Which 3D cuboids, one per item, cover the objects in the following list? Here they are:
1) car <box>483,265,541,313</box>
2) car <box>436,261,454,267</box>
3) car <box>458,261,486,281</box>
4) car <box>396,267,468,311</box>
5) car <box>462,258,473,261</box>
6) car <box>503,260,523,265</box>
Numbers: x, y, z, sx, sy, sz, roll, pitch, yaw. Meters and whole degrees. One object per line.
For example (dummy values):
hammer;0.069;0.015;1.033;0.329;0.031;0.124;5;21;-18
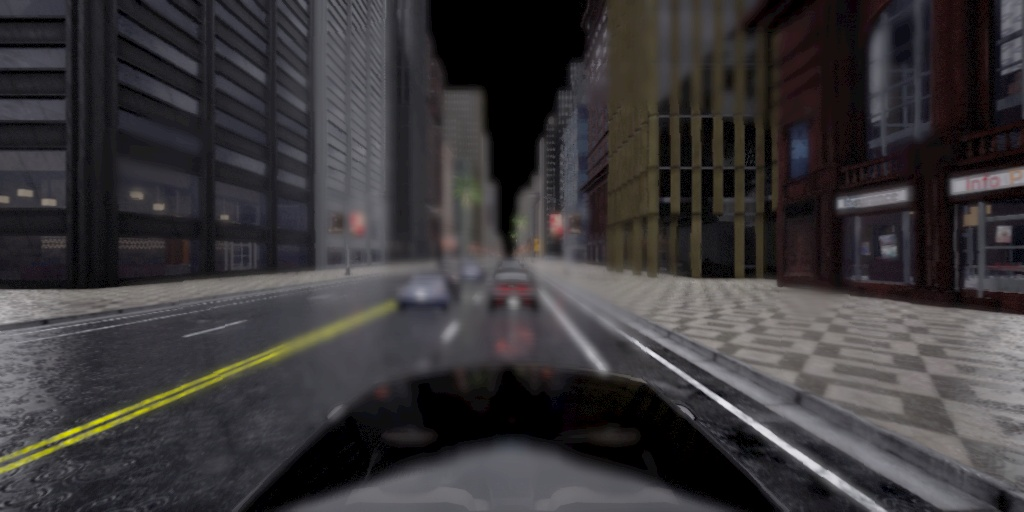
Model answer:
car;0.078;1.267;14.132;1.837;1.490;4.892;0;0;0
car;-9.802;1.362;52.677;1.994;1.385;4.181;0;0;0
car;-3.163;1.340;29.694;1.994;1.385;4.181;0;0;0
car;-3.171;1.326;14.536;1.994;1.385;4.181;0;0;0
car;-6.555;1.150;52.136;2.097;1.767;4.553;0;0;0
car;0.082;1.126;28.825;2.097;1.767;4.553;0;0;0
